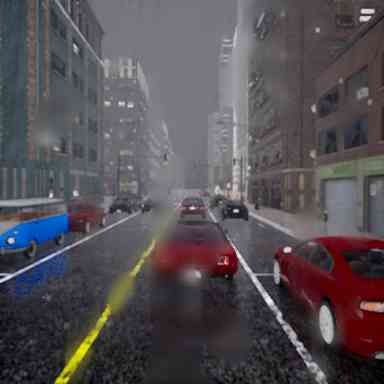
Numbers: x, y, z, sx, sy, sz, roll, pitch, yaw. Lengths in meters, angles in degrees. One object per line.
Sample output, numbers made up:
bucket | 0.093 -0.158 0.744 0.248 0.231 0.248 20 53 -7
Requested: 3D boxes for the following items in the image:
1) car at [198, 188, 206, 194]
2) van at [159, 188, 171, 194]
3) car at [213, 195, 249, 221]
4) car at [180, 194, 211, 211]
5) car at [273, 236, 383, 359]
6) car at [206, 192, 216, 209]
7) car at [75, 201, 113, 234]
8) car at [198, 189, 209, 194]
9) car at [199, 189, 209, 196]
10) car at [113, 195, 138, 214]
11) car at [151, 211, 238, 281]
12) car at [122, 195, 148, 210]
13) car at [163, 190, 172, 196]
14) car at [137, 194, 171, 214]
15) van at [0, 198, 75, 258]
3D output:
car | 2.758 -0.207 93.538 1.967 1.590 4.097 0 1 0
van | -5.639 0.167 65.909 1.690 1.788 3.998 0 1 0
car | 2.712 1.158 22.460 1.947 1.339 4.313 0 1 0
car | 0.081 1.097 24.848 2.033 1.411 5.357 0 1 0
car | 2.702 1.436 5.892 1.887 1.381 4.507 0 1 0
car | 2.719 0.961 33.506 1.947 1.339 4.313 0 1 0
car | -5.672 1.235 16.955 1.887 1.381 4.507 0 1 0
car | 2.740 0.410 65.906 1.802 1.307 4.206 0 1 0
car | 2.748 0.077 76.958 1.967 1.590 4.097 0 1 0
car | -5.665 1.058 28.000 1.947 1.339 4.313 0 1 0
car | 0.069 1.431 9.247 1.895 1.301 4.718 0 1 0
car | -5.662 0.976 33.523 1.802 1.307 4.206 0 1 0
car | -5.634 0.180 76.966 1.887 1.381 4.507 0 1 0
car | -3.066 1.097 27.773 1.895 1.301 4.718 0 1 0
van | -5.674 1.131 11.429 1.690 1.788 3.998 0 1 0
